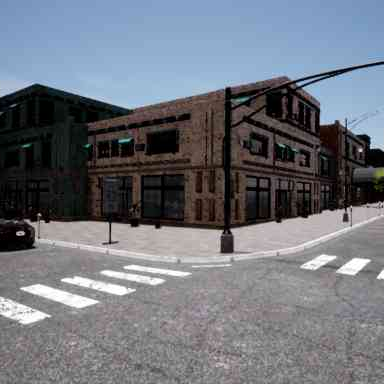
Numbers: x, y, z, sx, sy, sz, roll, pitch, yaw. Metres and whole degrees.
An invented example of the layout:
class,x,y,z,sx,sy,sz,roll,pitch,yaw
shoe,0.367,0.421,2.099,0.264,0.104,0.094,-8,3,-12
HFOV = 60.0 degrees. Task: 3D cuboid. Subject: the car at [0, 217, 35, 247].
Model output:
class,x,y,z,sx,sy,sz,roll,pitch,yaw
car,-8.853,1.800,15.259,4.313,1.339,1.947,-1,-1,38
